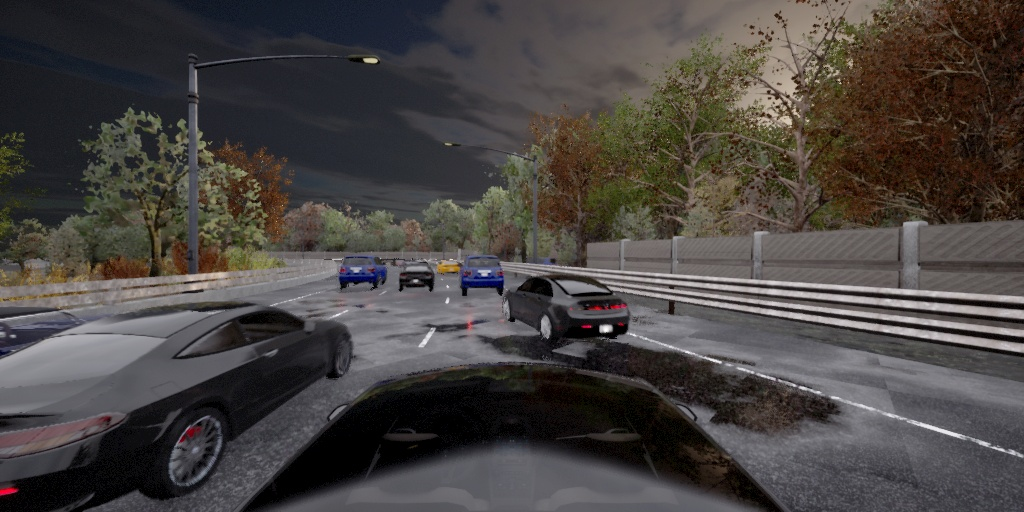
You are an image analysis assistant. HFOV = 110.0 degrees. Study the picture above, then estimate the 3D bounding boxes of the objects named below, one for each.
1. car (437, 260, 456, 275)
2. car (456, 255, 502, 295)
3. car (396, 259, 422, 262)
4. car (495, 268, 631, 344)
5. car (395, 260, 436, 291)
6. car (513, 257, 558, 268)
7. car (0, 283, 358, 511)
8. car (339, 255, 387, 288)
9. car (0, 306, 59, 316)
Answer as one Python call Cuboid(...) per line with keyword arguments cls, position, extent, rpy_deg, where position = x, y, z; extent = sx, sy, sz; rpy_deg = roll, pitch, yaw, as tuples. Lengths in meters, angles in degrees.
Cuboid(cls="car", position=(-7.055, 1.226, 39.175), extent=(1.882, 1.535, 5.008), rpy_deg=(0, 0, -19))
Cuboid(cls="car", position=(-1.796, 0.973, 19.979), extent=(2.150, 2.045, 5.566), rpy_deg=(0, 0, -10))
Cuboid(cls="car", position=(-12.761, 1.296, 44.360), extent=(2.033, 1.411, 5.357), rpy_deg=(0, 0, -23))
Cuboid(cls="car", position=(1.182, 1.256, 9.799), extent=(1.837, 1.490, 4.892), rpy_deg=(0, 0, -19))
Cuboid(cls="car", position=(-5.762, 1.226, 22.003), extent=(1.882, 1.535, 5.008), rpy_deg=(0, 0, -11))
Cuboid(cls="car", position=(2.771, 1.185, 42.458), extent=(5.566, 2.045, 2.150), rpy_deg=(2, -1, 38))
Cuboid(cls="car", position=(-3.612, 1.276, 4.304), extent=(1.812, 1.442, 4.674), rpy_deg=(0, 0, -2))
Cuboid(cls="car", position=(-9.580, 0.970, 23.339), extent=(2.150, 2.045, 5.566), rpy_deg=(0, 0, -12))
Cuboid(cls="car", position=(-7.110, 1.349, 4.965), extent=(1.895, 1.301, 4.718), rpy_deg=(0, 0, -3))
